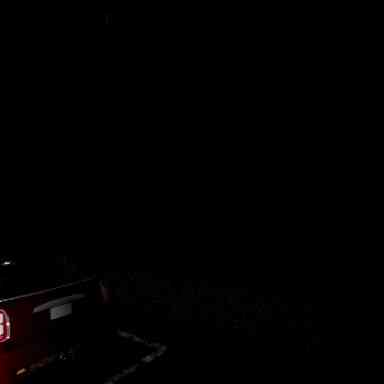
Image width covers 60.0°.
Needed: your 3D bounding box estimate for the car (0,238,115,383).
[{"bbox_3d":[-3.134,1.440,5.085,4.097,1.590,1.967,0,0,36],"label":"car"}]
